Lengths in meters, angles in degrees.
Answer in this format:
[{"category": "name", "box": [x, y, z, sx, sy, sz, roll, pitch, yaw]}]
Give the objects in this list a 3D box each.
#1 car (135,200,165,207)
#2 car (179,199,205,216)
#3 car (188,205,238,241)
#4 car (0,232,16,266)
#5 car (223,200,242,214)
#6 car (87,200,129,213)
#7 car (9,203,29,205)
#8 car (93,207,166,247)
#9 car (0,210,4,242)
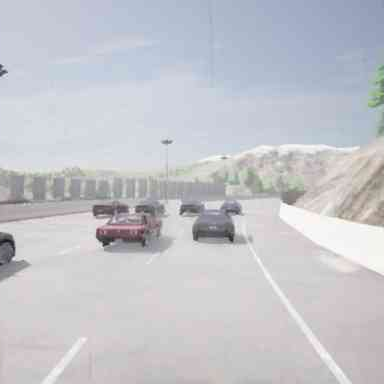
[{"category": "car", "box": [-3.826, 1.476, 30.868, 1.837, 1.490, 4.892, 0, 0, 11]}, {"category": "car", "box": [0.069, 1.484, 32.540, 1.837, 1.490, 4.892, 0, 0, 11]}, {"category": "car", "box": [1.145, 1.556, 16.803, 1.994, 1.385, 4.181, 0, 0, 6]}, {"category": "car", "box": [-6.559, 1.470, 8.570, 2.128, 1.511, 4.902, 0, 0, 3]}, {"category": "car", "box": [4.133, 1.552, 34.755, 1.994, 1.385, 4.181, 0, 0, 12]}, {"category": "car", "box": [-7.396, 1.440, 30.779, 1.882, 1.535, 5.008, 0, 0, 10]}, {"category": "car", "box": [-25.450, 1.387, 47.218, 1.882, 1.535, 5.008, 0, 0, 15]}, {"category": "car", "box": [-2.590, 1.585, 14.953, 1.895, 1.301, 4.718, 0, 0, 5]}, {"category": "car", "box": [-9.735, 1.532, 13.199, 1.994, 1.385, 4.181, 0, 0, 5]}]
